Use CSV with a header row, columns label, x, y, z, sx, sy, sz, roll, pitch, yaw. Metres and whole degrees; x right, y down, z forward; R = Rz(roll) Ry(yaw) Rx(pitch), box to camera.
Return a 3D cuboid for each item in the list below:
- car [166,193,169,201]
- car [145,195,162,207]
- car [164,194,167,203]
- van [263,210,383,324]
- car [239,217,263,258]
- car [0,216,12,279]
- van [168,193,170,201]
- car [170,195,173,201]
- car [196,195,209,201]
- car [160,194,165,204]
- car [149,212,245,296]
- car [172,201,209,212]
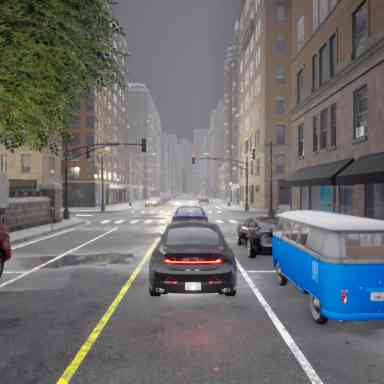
label,x,y,z,sx,sy,sz,roll,pitch,yaw
car,-6.155,1.514,66.797,1.887,1.381,4.507,0,0,0
car,-6.033,1.497,50.275,1.752,1.417,4.829,0,0,0
car,-6.115,1.514,61.346,1.887,1.381,4.507,0,0,0
van,2.810,1.340,6.860,1.690,1.788,3.998,0,0,0
car,2.769,1.563,12.520,1.947,1.339,4.313,0,0,0
car,-5.714,1.314,6.757,2.192,1.841,5.009,0,0,0
van,-6.195,1.311,72.247,1.690,1.788,3.998,0,0,0
car,-6.235,1.522,77.698,2.008,1.369,4.403,0,0,0
car,2.369,1.409,66.895,1.967,1.590,4.097,0,0,0
car,-6.075,1.521,55.895,2.008,1.369,4.403,0,0,0
car,0.012,1.503,8.603,1.837,1.490,4.892,0,0,0
car,-0.095,1.472,18.099,1.882,1.535,5.008,0,0,0
